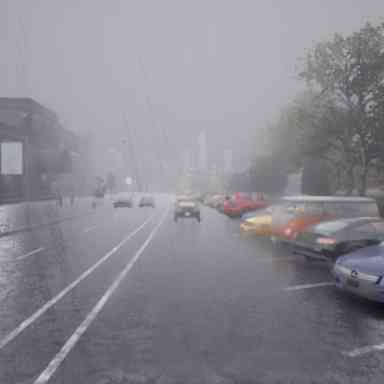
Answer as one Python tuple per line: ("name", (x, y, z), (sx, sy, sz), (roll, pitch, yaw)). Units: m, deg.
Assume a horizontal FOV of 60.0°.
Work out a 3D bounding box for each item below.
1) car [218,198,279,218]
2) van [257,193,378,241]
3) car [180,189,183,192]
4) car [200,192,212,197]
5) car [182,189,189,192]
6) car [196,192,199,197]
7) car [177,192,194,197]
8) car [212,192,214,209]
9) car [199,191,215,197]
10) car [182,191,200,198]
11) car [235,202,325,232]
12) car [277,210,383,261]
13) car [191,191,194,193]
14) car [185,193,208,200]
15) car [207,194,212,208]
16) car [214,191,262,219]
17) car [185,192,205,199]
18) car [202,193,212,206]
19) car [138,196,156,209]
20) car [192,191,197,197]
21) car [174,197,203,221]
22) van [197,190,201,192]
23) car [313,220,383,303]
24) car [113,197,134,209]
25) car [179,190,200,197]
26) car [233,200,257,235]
("car", (4.750, 1.303, 27.906), (4.674, 1.452, 2.002), (1, 1, -22))
("van", (5.072, 1.149, 13.014), (4.442, 1.987, 1.878), (1, 1, -21))
("car", (0.388, 0.607, 84.172), (5.566, 2.045, 2.435), (0, 2, -27))
("car", (4.012, 1.171, 42.747), (5.008, 1.535, 2.097), (1, 0, -24))
("car", (1.404, 0.756, 75.338), (5.566, 2.045, 2.435), (0, 0, -26))
("car", (3.652, 1.142, 48.673), (5.008, 1.535, 2.097), (1, 1, -24))
("car", (-1.153, 1.177, 41.342), (1.882, 1.535, 5.008), (0, 0, -3))
("car", (4.595, 1.116, 30.868), (4.553, 1.767, 2.185), (1, 0, -23))
("car", (3.806, 1.030, 45.704), (4.553, 1.767, 2.185), (1, 0, -24))
("car", (-0.269, 0.583, 90.109), (4.553, 1.767, 2.185), (0, 2, -27))
("car", (5.042, 1.368, 19.001), (4.674, 1.452, 2.002), (1, 1, -22))
("car", (5.225, 1.442, 10.092), (4.674, 1.452, 2.002), (1, 0, -21))
("car", (2.745, 1.091, 60.529), (5.008, 1.535, 2.097), (1, 0, -25))
("car", (1.091, 0.997, 78.300), (4.792, 1.488, 2.163), (0, 1, -26))
("car", (4.501, 1.225, 33.842), (4.892, 1.521, 2.231), (1, 1, -23))
("car", (4.886, 1.032, 24.952), (5.566, 2.045, 2.435), (1, 0, -22))
("car", (0.717, 0.792, 81.224), (4.553, 1.767, 2.185), (0, 1, -27))
("car", (4.159, 1.217, 39.767), (4.792, 1.488, 2.163), (1, 1, -23))
("car", (-5.474, 1.255, 41.019), (2.033, 1.411, 5.357), (0, 0, -3))
("car", (3.002, 1.104, 57.562), (5.008, 1.535, 2.097), (1, 0, -25))
("car", (-0.386, 1.326, 24.912), (1.812, 1.442, 4.674), (0, 1, -2))
("van", (3.547, 0.904, 51.693), (4.442, 1.987, 1.878), (1, 0, -24))
("car", (5.243, 1.467, 7.138), (4.674, 1.452, 2.002), (0, 1, -20))
("car", (-8.225, 1.318, 40.002), (1.895, 1.301, 4.718), (0, 0, -3))
("car", (-0.689, 0.372, 93.021), (5.566, 2.045, 2.435), (0, 2, -27))
("car", (4.942, 1.347, 15.962), (5.366, 1.575, 1.946), (1, 1, -22))
